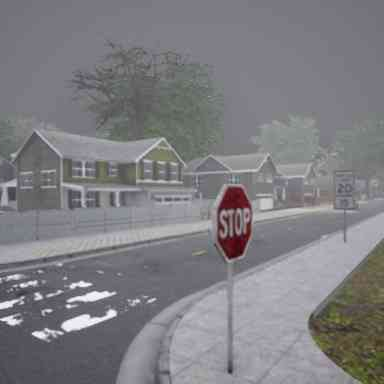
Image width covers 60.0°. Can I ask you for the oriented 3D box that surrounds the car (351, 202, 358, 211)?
[{"bbox_3d":[19.995,1.586,42.659,2.033,1.411,5.357,-1,0,35],"label":"car"}]
